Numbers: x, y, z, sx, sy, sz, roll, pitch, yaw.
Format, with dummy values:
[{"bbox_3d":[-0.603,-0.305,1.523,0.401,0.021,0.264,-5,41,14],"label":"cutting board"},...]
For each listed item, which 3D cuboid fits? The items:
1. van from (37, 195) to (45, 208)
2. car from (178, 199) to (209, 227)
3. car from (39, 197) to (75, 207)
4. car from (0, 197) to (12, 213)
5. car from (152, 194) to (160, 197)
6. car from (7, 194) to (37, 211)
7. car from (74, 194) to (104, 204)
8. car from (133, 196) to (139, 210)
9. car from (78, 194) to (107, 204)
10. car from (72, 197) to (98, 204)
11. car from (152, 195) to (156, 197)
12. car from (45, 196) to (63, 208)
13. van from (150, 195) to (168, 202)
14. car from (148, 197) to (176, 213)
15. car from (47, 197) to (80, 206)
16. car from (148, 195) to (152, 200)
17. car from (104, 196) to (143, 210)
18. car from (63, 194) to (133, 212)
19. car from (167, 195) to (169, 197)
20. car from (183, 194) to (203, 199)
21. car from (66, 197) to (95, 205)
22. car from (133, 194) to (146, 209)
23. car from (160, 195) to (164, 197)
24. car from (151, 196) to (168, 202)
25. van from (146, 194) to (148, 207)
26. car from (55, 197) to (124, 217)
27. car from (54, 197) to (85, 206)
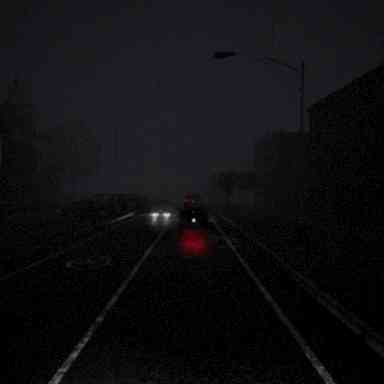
[{"bbox_3d":[-22.026,1.282,43.040,4.442,1.987,1.878,0,0,0],"label":"van"},{"bbox_3d":[0.108,1.469,22.513,1.837,1.490,4.892,0,0,0],"label":"car"},{"bbox_3d":[-21.910,1.602,54.181,5.008,1.535,2.097,0,0,0],"label":"car"},{"bbox_3d":[-21.914,1.494,34.689,4.674,1.452,2.002,0,0,0],"label":"car"},{"bbox_3d":[-8.868,1.374,57.116,5.566,2.045,2.435,0,0,0],"label":"car"},{"bbox_3d":[-21.879,1.362,40.259,4.553,1.767,2.185,0,0,0],"label":"car"},{"bbox_3d":[-21.904,1.509,70.891,5.566,2.045,2.435,0,-1,0],"label":"car"},{"bbox_3d":[-8.837,1.469,37.490,4.892,1.521,2.231,0,0,0],"label":"car"},{"bbox_3d":[-21.907,1.540,73.553,5.566,2.045,2.435,0,-1,0],"label":"car"},{"bbox_3d":[-21.927,1.768,67.981,4.674,1.452,2.002,0,-1,0],"label":"car"},{"bbox_3d":[-8.831,1.601,54.310,5.008,1.535,2.097,0,0,0],"label":"car"},{"bbox_3d":[-21.909,1.595,48.610,4.674,1.452,2.002,0,0,0],"label":"car"},{"bbox_3d":[-8.754,1.731,87.947,4.442,1.987,1.878,0,-1,0],"label":"van"},{"bbox_3d":[-3.237,1.540,36.830,2.033,1.411,5.357,0,0,0],"label":"car"},{"bbox_3d":[-21.889,1.655,56.966,4.792,1.488,2.163,0,0,0],"label":"car"},{"bbox_3d":[-8.826,1.556,48.704,4.892,1.521,2.231,0,0,0],"label":"car"},{"bbox_3d":[-8.798,1.382,43.097,4.553,1.767,2.185,0,0,0],"label":"car"},{"bbox_3d":[-8.863,1.190,31.887,5.566,2.045,2.435,0,0,0],"label":"car"},{"bbox_3d":[-8.835,1.921,82.338,4.792,1.488,2.163,0,-1,0],"label":"car"},{"bbox_3d":[0.114,1.243,41.221,2.150,2.045,5.566,0,-1,0],"label":"car"},{"bbox_3d":[-21.922,1.701,65.321,5.008,1.535,2.097,0,-1,0],"label":"car"},{"bbox_3d":[-8.858,1.236,40.297,5.566,2.045,2.435,0,0,0],"label":"car"},{"bbox_3d":[-8.845,1.730,68.326,5.008,1.535,2.097,0,-1,0],"label":"car"},{"bbox_3d":[-8.904,1.864,90.749,4.553,1.767,2.185,0,-1,0],"label":"car"},{"bbox_3d":[-8.715,1.305,45.902,4.442,1.987,1.878,0,0,0],"label":"van"},{"bbox_3d":[-8.831,1.434,29.085,4.892,1.521,2.231,0,0,0],"label":"car"},{"bbox_3d":[-21.950,1.678,59.751,4.792,1.488,2.163,0,0,0],"label":"car"}]
